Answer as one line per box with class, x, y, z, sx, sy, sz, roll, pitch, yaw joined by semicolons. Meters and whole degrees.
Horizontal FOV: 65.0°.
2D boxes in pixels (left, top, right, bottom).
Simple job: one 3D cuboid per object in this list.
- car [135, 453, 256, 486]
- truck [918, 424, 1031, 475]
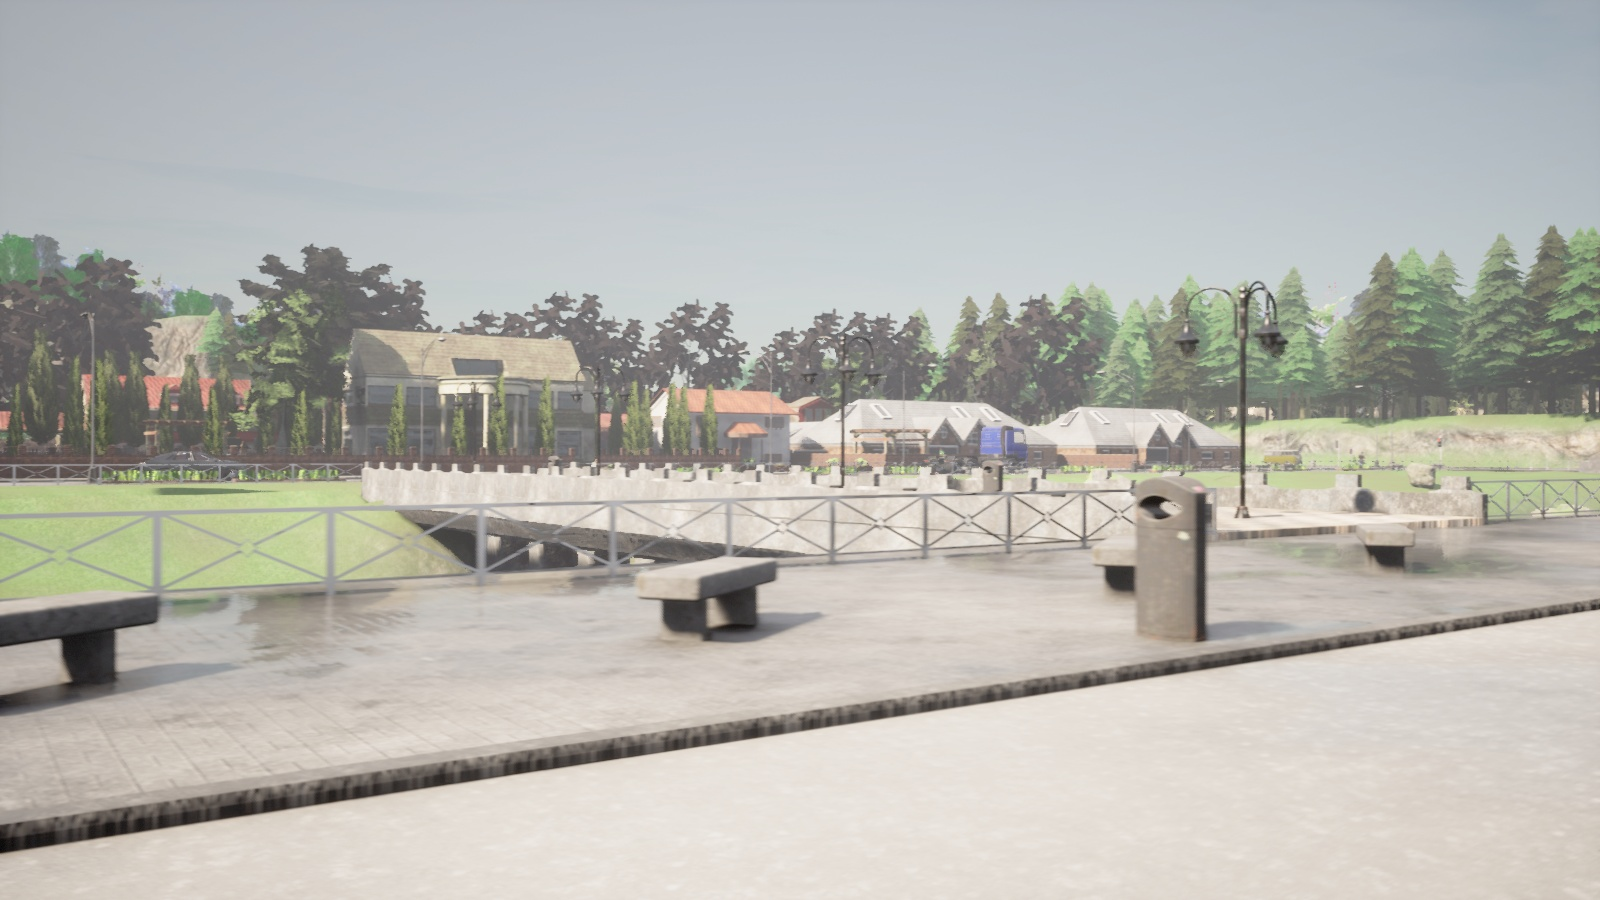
car;-28.621;0.907;59.503;4.902;1.511;2.128;0;0;-35
truck;12.268;-0.047;87.954;7.936;3.462;2.891;0;0;-35
